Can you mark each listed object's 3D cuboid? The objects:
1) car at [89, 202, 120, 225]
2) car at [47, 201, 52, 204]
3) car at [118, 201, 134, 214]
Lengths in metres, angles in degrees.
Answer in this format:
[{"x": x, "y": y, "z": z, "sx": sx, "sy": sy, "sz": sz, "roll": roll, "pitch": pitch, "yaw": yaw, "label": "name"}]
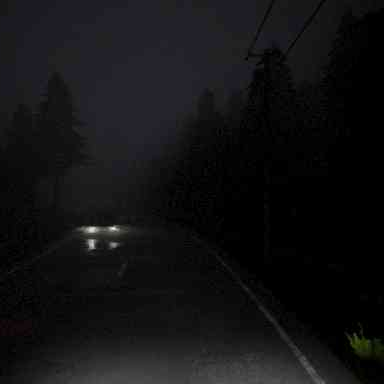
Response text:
[{"x": -7.077, "y": 1.719, "z": 26.451, "sx": 1.882, "sy": 1.535, "sz": 5.008, "roll": 0, "pitch": -1, "yaw": -16, "label": "car"}, {"x": -28.128, "y": 2.052, "z": 61.861, "sx": 5.008, "sy": 1.535, "sz": 1.882, "roll": 0, "pitch": -1, "yaw": 32, "label": "car"}, {"x": -8.310, "y": 1.856, "z": 40.045, "sx": 2.128, "sy": 1.511, "sz": 4.902, "roll": 0, "pitch": 0, "yaw": -23, "label": "car"}]
